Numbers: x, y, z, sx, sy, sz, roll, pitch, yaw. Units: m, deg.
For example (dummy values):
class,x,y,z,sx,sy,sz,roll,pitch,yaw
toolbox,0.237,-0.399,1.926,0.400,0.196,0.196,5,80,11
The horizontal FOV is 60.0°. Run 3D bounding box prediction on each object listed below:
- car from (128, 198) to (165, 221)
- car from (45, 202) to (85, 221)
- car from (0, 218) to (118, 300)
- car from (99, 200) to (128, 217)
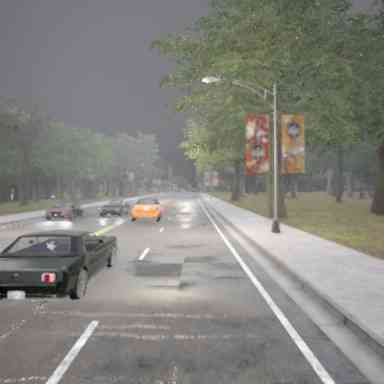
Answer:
class,x,y,z,sx,sy,sz,roll,pitch,yaw
car,-3.304,1.245,25.845,2.097,1.767,4.553,0,0,0
car,-9.993,1.472,26.400,1.994,1.385,4.181,0,0,0
car,-3.204,1.585,8.284,1.895,1.301,4.718,0,0,0
car,-6.746,1.422,29.650,2.033,1.411,5.357,0,0,0
